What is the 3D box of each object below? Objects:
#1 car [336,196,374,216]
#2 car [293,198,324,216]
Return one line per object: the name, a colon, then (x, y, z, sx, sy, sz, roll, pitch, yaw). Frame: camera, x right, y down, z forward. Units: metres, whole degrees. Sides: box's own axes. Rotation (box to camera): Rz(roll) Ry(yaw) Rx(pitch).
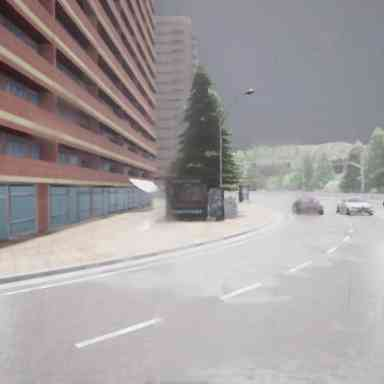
car: (12.934, 1.083, 26.638, 1.812, 1.442, 4.674, -1, 1, 10)
car: (9.496, 1.175, 27.318, 1.994, 1.385, 4.181, -1, 1, 10)
